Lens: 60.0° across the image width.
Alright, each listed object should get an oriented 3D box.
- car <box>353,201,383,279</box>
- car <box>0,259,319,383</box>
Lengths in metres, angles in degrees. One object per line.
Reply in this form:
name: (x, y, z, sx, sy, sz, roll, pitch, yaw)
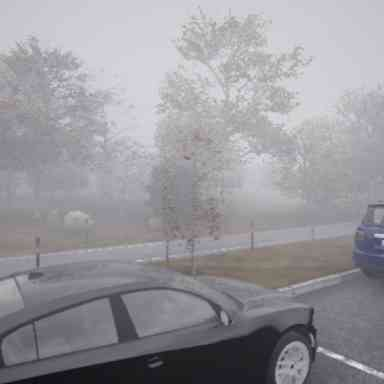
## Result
car: (6.541, 1.231, 8.721, 5.566, 2.045, 2.435, 0, 0, -33)
car: (-0.748, 1.499, 3.522, 5.008, 1.535, 2.097, 0, 0, -33)
